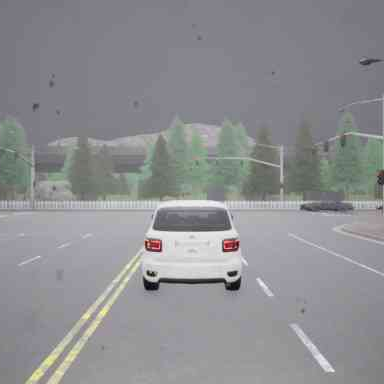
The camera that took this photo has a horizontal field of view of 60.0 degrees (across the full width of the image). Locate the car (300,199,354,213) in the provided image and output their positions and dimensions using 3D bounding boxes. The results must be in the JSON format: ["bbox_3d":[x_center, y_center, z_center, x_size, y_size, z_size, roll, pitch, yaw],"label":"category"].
[{"bbox_3d":[14.643,1.492,36.196,5.357,1.411,2.033,0,0,0],"label":"car"}]

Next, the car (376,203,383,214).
[{"bbox_3d":[20.676,1.297,32.703,4.553,1.767,2.097,0,0,0],"label":"car"}]

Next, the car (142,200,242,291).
[{"bbox_3d":[0.006,1.221,9.168,2.150,2.045,5.566,0,0,0],"label":"car"}]
